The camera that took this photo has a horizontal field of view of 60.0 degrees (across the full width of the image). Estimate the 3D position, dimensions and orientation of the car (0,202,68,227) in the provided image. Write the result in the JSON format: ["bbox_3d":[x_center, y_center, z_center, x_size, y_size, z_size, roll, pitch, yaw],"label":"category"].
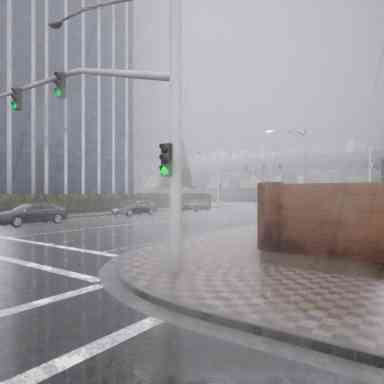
[{"bbox_3d":[-11.008,1.505,22.940,1.837,1.490,4.892,0,0,35],"label":"car"}]

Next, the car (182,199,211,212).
[{"bbox_3d":[0.480,1.564,39.072,1.994,1.385,4.181,0,0,35],"label":"car"}]

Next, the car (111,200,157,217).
[{"bbox_3d":[-5.298,1.491,30.968,2.128,1.511,4.902,0,0,35],"label":"car"}]
